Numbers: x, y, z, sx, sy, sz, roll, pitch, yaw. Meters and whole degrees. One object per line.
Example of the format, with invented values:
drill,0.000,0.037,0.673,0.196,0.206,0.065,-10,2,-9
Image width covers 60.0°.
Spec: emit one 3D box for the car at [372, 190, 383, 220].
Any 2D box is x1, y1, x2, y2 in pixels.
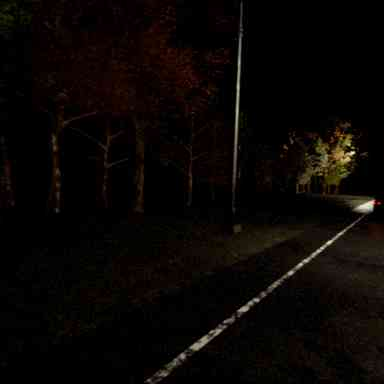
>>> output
car,14.037,0.906,23.307,2.150,2.045,5.566,4,3,32
